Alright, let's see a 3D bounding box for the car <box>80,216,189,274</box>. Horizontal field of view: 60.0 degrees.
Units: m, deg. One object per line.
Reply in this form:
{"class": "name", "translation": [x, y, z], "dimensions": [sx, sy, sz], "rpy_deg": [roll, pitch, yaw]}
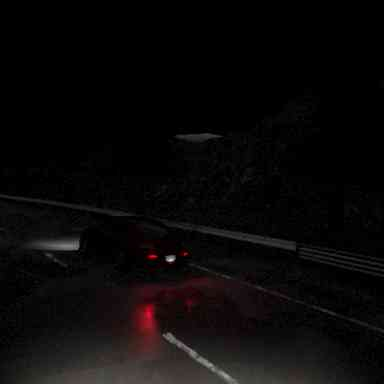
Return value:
{"class": "car", "translation": [-1.945, 1.466, 10.419], "dimensions": [1.812, 1.442, 4.674], "rpy_deg": [4, 0, -38]}
